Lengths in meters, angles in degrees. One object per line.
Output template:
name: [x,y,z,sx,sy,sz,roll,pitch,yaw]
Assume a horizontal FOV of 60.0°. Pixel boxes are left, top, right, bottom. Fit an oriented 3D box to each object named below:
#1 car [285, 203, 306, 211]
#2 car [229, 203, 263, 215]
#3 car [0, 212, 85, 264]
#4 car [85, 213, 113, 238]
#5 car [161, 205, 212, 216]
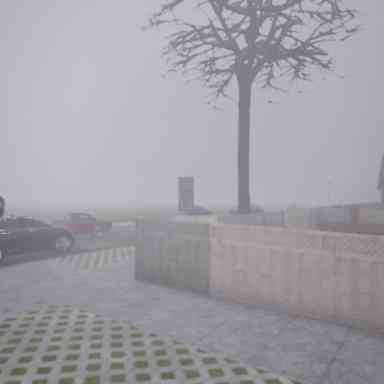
car: [14.483,2.235,46.359,1.994,1.385,4.181,0,-1,35]
car: [5.510,1.886,33.702,1.882,1.535,5.008,0,-1,35]
car: [-6.339,1.590,11.828,1.837,1.490,4.892,-3,-2,23]
car: [-6.392,1.718,16.736,1.895,1.301,4.718,0,-1,35]
car: [-0.371,1.743,25.328,1.882,1.535,5.008,0,-1,35]
